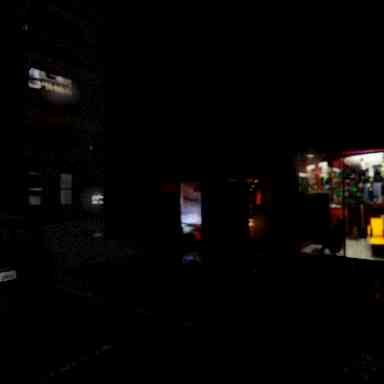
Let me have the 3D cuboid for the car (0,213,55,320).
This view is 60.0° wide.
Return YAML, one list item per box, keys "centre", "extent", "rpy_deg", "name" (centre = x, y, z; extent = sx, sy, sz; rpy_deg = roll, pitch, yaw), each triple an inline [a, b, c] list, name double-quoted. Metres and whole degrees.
- centre: [-4.603, 1.283, 6.181]
  extent: [5.009, 1.841, 2.192]
  rpy_deg: [0, -1, 36]
  name: "car"
